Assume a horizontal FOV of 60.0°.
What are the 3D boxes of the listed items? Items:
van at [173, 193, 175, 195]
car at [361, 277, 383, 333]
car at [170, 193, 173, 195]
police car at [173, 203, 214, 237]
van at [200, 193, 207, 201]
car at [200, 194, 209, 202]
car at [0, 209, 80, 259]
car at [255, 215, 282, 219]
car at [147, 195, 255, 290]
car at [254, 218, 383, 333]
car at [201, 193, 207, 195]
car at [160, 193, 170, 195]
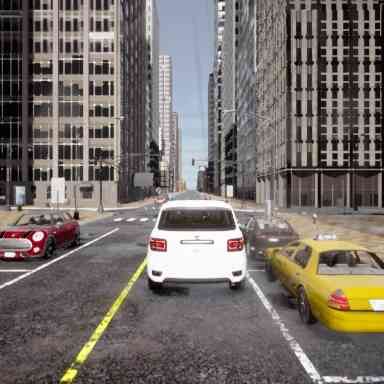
[{"bbox_3d":[-5.658,1.225,84.408,1.690,1.788,3.998,0,0,0],"label":"van"},{"bbox_3d":[2.692,1.551,1.065,2.008,1.369,4.403,0,0,0],"label":"car"},{"bbox_3d":[-5.693,1.242,67.353,2.192,1.841,5.009,0,0,0],"label":"car"},{"bbox_3d":[0.103,1.497,19.109,2.038,1.542,4.974,0,0,1],"label":"police car"},{"bbox_3d":[2.720,1.239,78.716,1.690,1.788,3.998,0,0,0],"label":"van"},{"bbox_3d":[2.718,1.353,73.032,1.967,1.590,4.097,0,0,0],"label":"car"},{"bbox_3d":[-5.684,1.437,12.405,1.967,1.590,4.097,0,0,0],"label":"car"},{"bbox_3d":[2.696,1.548,12.403,2.008,1.369,4.403,0,0,0],"label":"car"},{"bbox_3d":[0.103,1.220,9.189,2.150,2.045,5.566,0,0,0],"label":"car"},{"bbox_3d":[2.694,1.525,6.905,1.752,1.417,4.829,0,0,0],"label":"car"},{"bbox_3d":[2.810,1.380,61.664,1.967,1.590,4.097,0,0,0],"label":"car"},{"bbox_3d":[-5.762,1.380,61.668,1.967,1.590,4.097,0,0,0],"label":"car"}]
